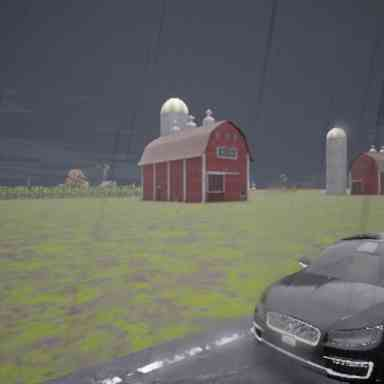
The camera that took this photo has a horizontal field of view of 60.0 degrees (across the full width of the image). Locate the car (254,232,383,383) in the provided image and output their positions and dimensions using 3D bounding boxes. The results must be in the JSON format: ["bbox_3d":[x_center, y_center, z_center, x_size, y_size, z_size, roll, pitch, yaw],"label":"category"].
[{"bbox_3d":[3.092,1.477,5.343,4.892,1.490,1.837,0,0,-36],"label":"car"}]
